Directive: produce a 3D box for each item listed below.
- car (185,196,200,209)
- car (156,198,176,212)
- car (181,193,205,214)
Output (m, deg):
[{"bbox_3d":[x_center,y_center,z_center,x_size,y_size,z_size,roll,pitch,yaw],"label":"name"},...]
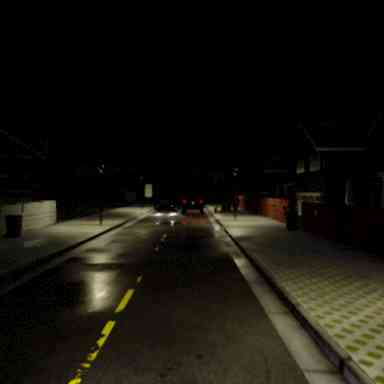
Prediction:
[{"bbox_3d":[0.088,1.387,44.541,1.837,1.490,4.892,0,0,0],"label":"car"},{"bbox_3d":[-2.846,1.386,36.716,1.882,1.535,5.008,0,0,0],"label":"car"},{"bbox_3d":[0.090,1.137,33.900,2.150,2.045,5.566,0,0,0],"label":"car"}]
